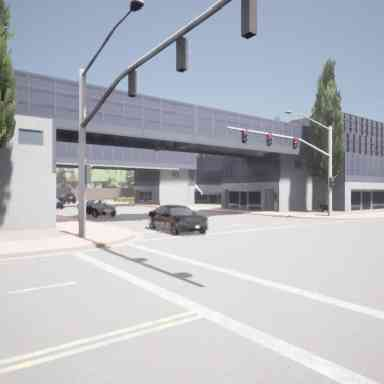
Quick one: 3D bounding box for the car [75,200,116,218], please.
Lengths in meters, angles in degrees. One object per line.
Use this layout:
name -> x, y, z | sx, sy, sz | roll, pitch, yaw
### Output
car -> -8.386, 1.492, 29.711 | 2.128, 1.511, 4.902 | 0, 0, -36

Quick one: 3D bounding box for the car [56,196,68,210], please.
car -> -18.060, 1.601, 43.026 | 1.895, 1.301, 4.718 | 0, 0, -36

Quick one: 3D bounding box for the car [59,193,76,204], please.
car -> -23.749, 1.221, 63.027 | 2.150, 2.045, 5.566 | 0, 0, -36

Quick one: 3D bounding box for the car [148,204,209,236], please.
car -> -0.886, 1.478, 18.776 | 1.882, 1.535, 5.008 | 0, 0, -28
